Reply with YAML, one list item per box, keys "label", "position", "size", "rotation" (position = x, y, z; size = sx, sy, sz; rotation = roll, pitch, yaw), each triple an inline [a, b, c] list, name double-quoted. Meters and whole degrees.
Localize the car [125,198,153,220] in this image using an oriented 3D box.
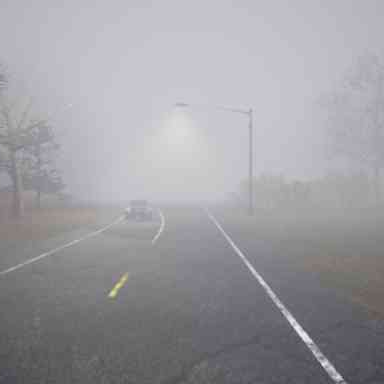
- label: "car"
  position: [-4.318, 1.330, 27.452]
  size: [2.097, 1.767, 4.553]
  rotation: [0, 0, -6]
